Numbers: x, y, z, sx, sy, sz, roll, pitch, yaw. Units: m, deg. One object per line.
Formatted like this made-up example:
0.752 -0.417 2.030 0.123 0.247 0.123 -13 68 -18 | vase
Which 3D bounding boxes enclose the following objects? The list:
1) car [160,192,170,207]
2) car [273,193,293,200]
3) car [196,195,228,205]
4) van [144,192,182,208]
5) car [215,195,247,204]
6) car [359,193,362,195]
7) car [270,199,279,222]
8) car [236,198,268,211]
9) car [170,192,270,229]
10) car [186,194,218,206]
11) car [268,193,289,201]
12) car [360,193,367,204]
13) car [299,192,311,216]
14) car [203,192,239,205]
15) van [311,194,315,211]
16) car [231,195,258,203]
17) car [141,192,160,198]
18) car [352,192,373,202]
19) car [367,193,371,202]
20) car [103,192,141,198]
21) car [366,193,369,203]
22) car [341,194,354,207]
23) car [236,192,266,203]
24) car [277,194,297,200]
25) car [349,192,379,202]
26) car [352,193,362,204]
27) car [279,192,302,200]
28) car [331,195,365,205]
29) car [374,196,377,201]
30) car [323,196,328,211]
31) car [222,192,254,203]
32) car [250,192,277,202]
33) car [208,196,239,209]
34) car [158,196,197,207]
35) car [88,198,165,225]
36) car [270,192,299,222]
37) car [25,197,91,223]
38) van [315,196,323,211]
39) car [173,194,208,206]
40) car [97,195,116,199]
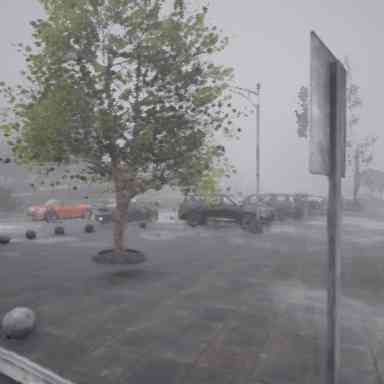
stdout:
-5.364 1.148 40.500 4.553 1.767 2.185 0 0 14 | car
21.974 1.127 80.401 4.553 1.767 2.185 0 0 14 | car
3.222 1.298 52.951 4.792 1.488 2.163 0 0 14 | car
-3.743 1.048 43.005 4.442 1.987 1.878 0 0 14 | van
6.782 1.262 57.908 5.366 1.575 1.946 0 0 14 | car
23.509 1.391 52.661 5.008 1.535 2.097 1 0 14 | car
3.453 1.432 23.337 4.792 1.488 2.163 1 1 14 | car
7.082 1.469 39.079 1.895 1.301 4.718 1 0 34 | car
1.843 1.152 20.904 5.566 2.045 2.435 1 0 14 | car
1.514 1.144 50.455 4.553 1.767 2.185 0 0 14 | car
20.210 1.129 77.927 4.553 1.767 2.185 0 0 14 | car
25.361 1.390 55.069 5.366 1.575 1.946 1 0 14 | car
6.796 1.150 28.230 5.566 2.045 2.435 1 1 14 | car
4.866 1.016 55.463 5.566 2.045 2.435 0 0 14 | car
8.606 1.178 30.648 4.442 1.987 1.878 1 0 14 | van
10.018 1.264 62.928 4.892 1.521 2.231 0 0 14 | car
-7.011 1.023 37.994 5.566 2.045 2.435 0 0 14 | car
31.678 1.377 64.917 5.366 1.575 1.946 1 1 14 | car
30.193 1.387 62.440 4.892 1.521 2.231 1 1 15 | car
-8.772 1.024 35.490 5.566 2.045 2.435 0 0 14 | car
28.548 1.417 59.992 4.792 1.488 2.163 1 0 14 | car
20.144 1.423 47.778 4.792 1.488 2.163 1 1 14 | car
11.685 1.010 65.447 5.566 2.045 2.435 0 0 14 | car
23.645 1.253 82.910 4.892 1.521 2.231 0 0 14 | car
38.568 1.128 74.648 5.566 2.045 2.435 1 0 14 | car
22.022 1.393 50.184 5.366 1.575 1.946 1 0 14 | car
25.326 0.999 85.400 5.566 2.045 2.435 0 0 14 | car
26.852 1.388 57.558 5.008 1.535 2.097 1 1 15 | car
35.201 1.382 69.762 4.892 1.521 2.231 1 1 14 | car
13.492 1.400 38.000 4.892 1.521 2.231 1 0 14 | car
8.336 1.013 60.435 5.566 2.045 2.435 0 0 14 | car
15.153 1.007 70.426 5.566 2.045 2.435 0 0 14 | car
4.197 1.307 43.939 1.882 1.535 5.008 1 0 35 | car
-1.929 1.273 45.481 4.892 1.521 2.231 0 0 14 | car
-4.253 1.377 22.359 1.837 1.490 4.892 0 0 33 | car
5.125 1.150 25.788 5.566 2.045 2.435 1 1 14 | car
-9.467 1.186 23.795 2.097 1.767 4.553 1 0 32 | car
10.276 1.177 33.091 4.442 1.987 1.878 1 0 14 | van
-0.188 1.146 47.949 4.553 1.767 2.185 0 0 14 | car
-10.475 1.305 32.992 4.792 1.488 2.163 0 0 14 | car
